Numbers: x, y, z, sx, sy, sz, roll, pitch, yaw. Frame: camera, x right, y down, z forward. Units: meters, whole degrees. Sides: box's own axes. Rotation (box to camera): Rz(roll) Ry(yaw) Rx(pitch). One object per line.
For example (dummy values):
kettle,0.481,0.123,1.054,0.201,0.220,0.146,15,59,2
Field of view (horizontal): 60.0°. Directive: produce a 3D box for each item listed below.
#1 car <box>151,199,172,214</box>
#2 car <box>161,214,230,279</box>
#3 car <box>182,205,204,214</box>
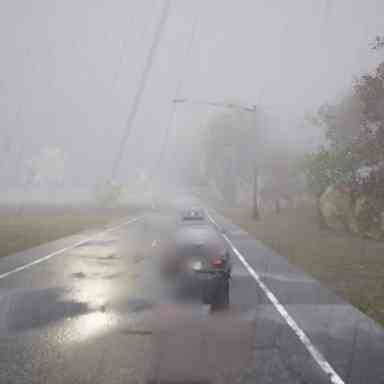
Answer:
car,-3.565,1.684,39.499,2.097,1.767,4.553,0,0,0
car,0.116,1.619,10.282,1.812,1.442,4.674,0,0,1
car,0.099,1.793,28.302,2.033,1.411,5.357,0,0,0
